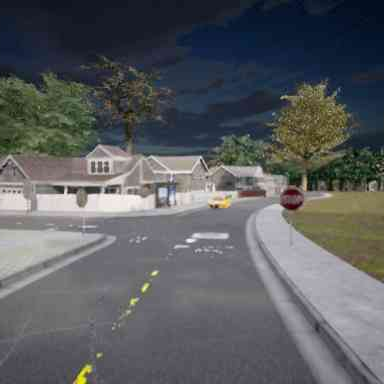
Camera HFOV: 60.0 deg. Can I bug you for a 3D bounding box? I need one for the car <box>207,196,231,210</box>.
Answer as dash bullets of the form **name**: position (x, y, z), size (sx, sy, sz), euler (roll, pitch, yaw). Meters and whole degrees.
- **car**: position (3.034, 1.159, 36.964), size (1.882, 1.535, 5.008), euler (1, 2, 17)
